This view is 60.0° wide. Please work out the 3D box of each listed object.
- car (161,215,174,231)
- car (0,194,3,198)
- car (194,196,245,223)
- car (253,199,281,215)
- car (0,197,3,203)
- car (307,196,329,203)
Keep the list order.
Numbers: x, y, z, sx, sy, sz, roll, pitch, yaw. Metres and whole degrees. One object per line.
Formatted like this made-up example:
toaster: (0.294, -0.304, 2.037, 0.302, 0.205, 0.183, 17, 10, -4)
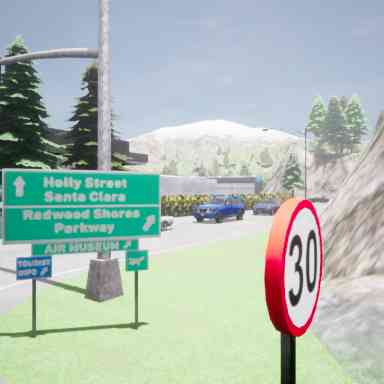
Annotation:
car: (-3.253, 1.792, 20.021, 1.895, 1.301, 4.718, 0, 0, 36)
car: (-38.725, 1.490, 69.883, 4.514, 1.523, 2.007, 0, 0, 35)
car: (2.431, 1.413, 27.877, 2.150, 2.045, 5.566, 0, 0, 36)
car: (8.345, 1.544, 36.034, 2.097, 1.767, 4.553, 0, 0, 36)
car: (-12.410, 1.505, 26.008, 1.905, 1.878, 3.866, 0, 0, 35)
car: (28.319, 1.717, 74.690, 2.128, 1.511, 4.902, 0, 0, -42)
